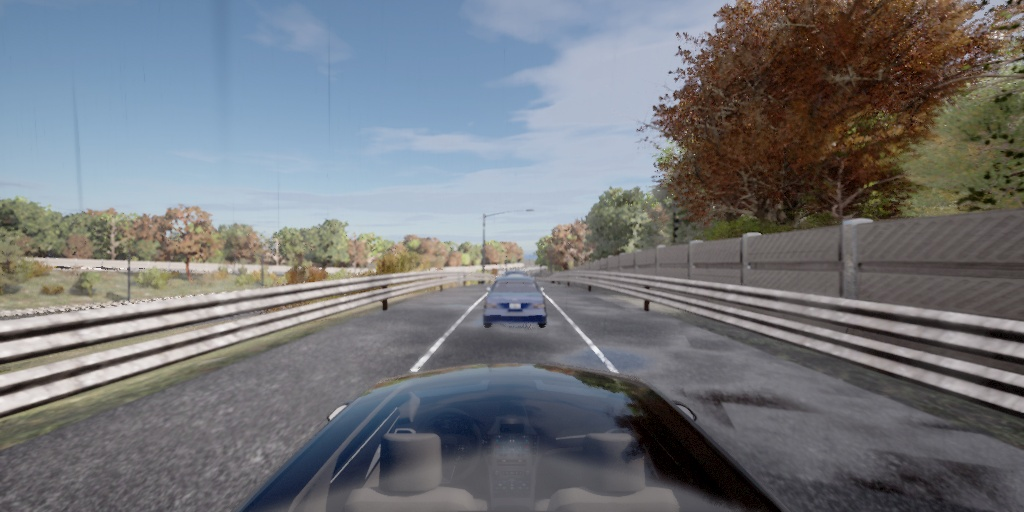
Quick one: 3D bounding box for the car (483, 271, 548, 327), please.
[{"bbox_3d":[0.100,1.362,11.672,2.033,1.411,5.357,0,-1,1],"label":"car"}]
